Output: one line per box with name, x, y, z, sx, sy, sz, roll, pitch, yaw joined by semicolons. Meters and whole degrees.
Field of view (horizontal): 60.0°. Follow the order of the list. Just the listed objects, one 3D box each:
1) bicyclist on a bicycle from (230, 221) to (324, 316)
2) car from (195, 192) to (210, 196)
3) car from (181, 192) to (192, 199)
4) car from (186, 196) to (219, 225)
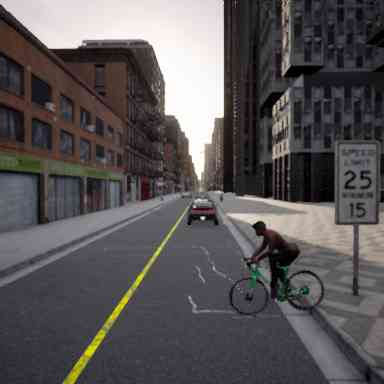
bicyclist on a bicycle;1.412;1.301;5.757;1.656;1.620;0.582;-7;1;2
car;1.448;0.750;46.663;2.097;1.767;4.553;0;1;2
car;-1.066;0.694;66.990;1.994;1.385;4.181;0;1;2
car;0.709;1.223;21.709;1.837;1.490;4.892;0;1;2
